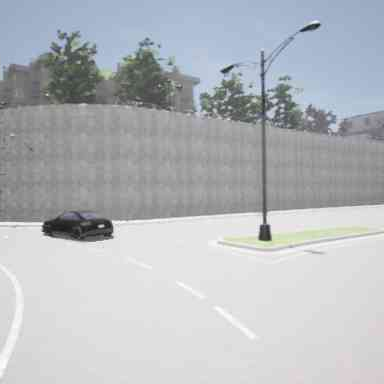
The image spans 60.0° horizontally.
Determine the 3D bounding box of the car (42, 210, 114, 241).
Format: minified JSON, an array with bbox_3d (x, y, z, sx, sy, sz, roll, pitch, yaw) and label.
[{"bbox_3d":[-5.992,1.655,17.352,4.181,1.385,1.994,-1,0,38],"label":"car"}]
